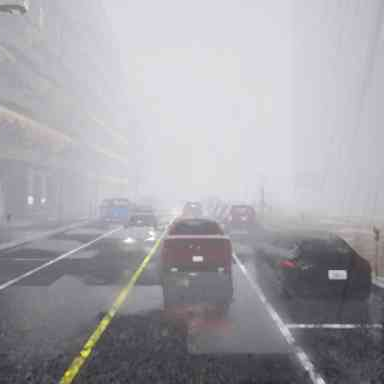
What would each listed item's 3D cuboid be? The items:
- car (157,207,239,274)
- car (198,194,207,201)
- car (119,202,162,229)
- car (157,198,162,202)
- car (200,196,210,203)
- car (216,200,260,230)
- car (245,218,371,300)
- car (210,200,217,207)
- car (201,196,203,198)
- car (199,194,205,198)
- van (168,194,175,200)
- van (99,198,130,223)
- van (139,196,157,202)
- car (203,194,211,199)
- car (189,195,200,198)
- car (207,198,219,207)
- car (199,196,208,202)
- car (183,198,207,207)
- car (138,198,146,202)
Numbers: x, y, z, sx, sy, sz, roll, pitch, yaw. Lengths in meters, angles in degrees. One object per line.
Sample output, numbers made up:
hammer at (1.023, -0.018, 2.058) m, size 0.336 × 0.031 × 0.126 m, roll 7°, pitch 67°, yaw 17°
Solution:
car at (0.100, 1.475, 10.598) m, size 1.882 × 1.535 × 5.008 m, roll 0°, pitch 0°, yaw -1°
car at (2.712, 1.362, 85.556) m, size 2.192 × 1.841 × 5.009 m, roll 0°, pitch 0°, yaw 0°
car at (-3.092, 1.563, 21.458) m, size 1.994 × 1.385 × 4.181 m, roll 0°, pitch 0°, yaw 0°
car at (-5.676, 1.560, 52.419) m, size 2.008 × 1.369 × 4.403 m, roll 0°, pitch 0°, yaw 0°
car at (2.708, 1.577, 68.986) m, size 2.008 × 1.369 × 4.403 m, roll 0°, pitch 0°, yaw 0°
car at (2.698, 1.438, 19.280) m, size 1.967 × 1.590 × 4.097 m, roll 0°, pitch 0°, yaw 0°
car at (2.696, 1.564, 8.235) m, size 1.947 × 1.339 × 4.313 m, roll 0°, pitch 0°, yaw 0°
car at (2.699, 1.550, 24.803) m, size 2.008 × 1.369 × 4.403 m, roll 0°, pitch 0°, yaw 0°
car at (2.705, 1.575, 52.418) m, size 1.947 × 1.339 × 4.313 m, roll 0°, pitch 0°, yaw 0°
car at (2.706, 1.559, 57.941) m, size 1.887 × 1.381 × 4.507 m, roll 0°, pitch 0°, yaw 0°
van at (-5.668, 1.396, 91.079) m, size 1.690 × 1.788 × 3.998 m, roll 0°, pitch 0°, yaw 0°
van at (-5.681, 1.340, 24.806) m, size 1.690 × 1.788 × 3.998 m, roll 0°, pitch 0°, yaw 0°
van at (-5.678, 1.344, 41.374) m, size 1.690 × 1.788 × 3.998 m, roll 0°, pitch 0°, yaw 0°
car at (2.703, 1.443, 41.371) m, size 1.967 × 1.590 × 4.097 m, roll 0°, pitch 0°, yaw 0°
car at (0.113, 1.619, 61.826) m, size 1.895 × 1.301 × 4.718 m, roll 0°, pitch 0°, yaw 0°
car at (2.700, 1.551, 30.327) m, size 2.008 × 1.369 × 4.403 m, roll 0°, pitch 0°, yaw 0°
car at (2.710, 1.590, 80.031) m, size 2.008 × 1.369 × 4.403 m, roll 0°, pitch 0°, yaw 0°
car at (0.107, 1.547, 30.789) m, size 2.033 × 1.411 × 5.357 m, roll 0°, pitch 0°, yaw 0°
car at (-5.681, 1.545, 30.329) m, size 1.887 × 1.381 × 4.507 m, roll 0°, pitch 0°, yaw 0°
